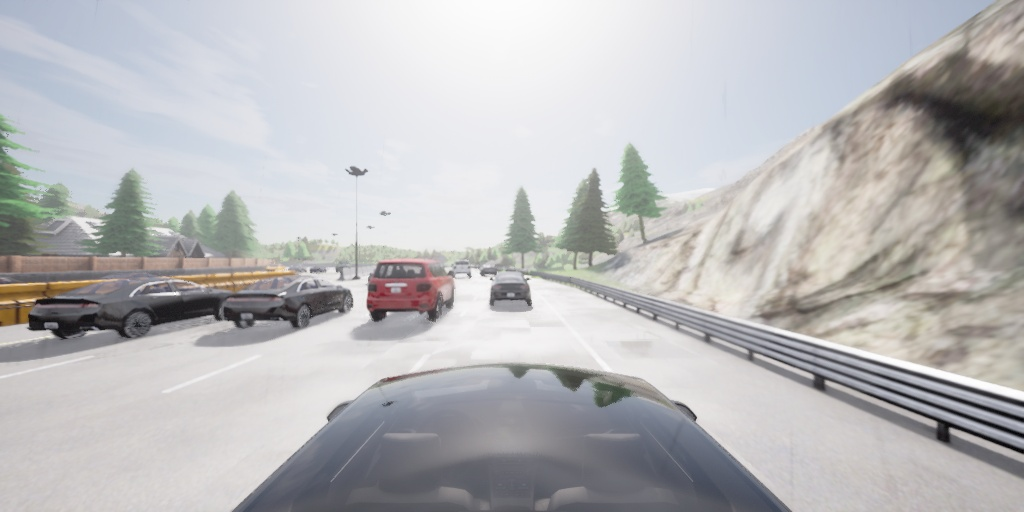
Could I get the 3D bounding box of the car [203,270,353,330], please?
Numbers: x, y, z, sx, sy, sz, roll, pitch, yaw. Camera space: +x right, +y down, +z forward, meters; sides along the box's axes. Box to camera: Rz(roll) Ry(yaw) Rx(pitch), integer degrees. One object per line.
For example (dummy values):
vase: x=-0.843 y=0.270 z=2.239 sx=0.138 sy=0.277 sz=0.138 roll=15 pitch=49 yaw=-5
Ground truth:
car: x=-6.979 y=1.395 z=11.828 sx=2.128 sy=1.511 sz=4.902 roll=0 pitch=-1 yaw=-1

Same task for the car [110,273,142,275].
car: x=-21.409 y=1.614 z=19.813 sx=1.994 sy=1.385 sz=4.181 roll=0 pitch=-1 yaw=-2

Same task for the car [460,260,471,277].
car: x=-6.254 y=1.540 z=44.275 sx=2.150 sy=2.045 sz=5.566 roll=0 pitch=-1 yaw=-10

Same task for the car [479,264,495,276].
car: x=-3.193 y=1.831 z=46.711 sx=2.128 sy=1.511 sz=4.902 roll=0 pitch=-1 yaw=-11

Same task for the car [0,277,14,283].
car: x=-24.765 y=1.616 z=16.279 sx=1.895 sy=1.301 sz=4.718 roll=0 pitch=-1 yaw=-1

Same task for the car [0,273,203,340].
car: x=-10.460 y=1.390 z=10.556 sx=2.128 sy=1.511 sz=4.902 roll=0 pitch=-1 yaw=0

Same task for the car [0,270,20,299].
car: x=-28.312 y=1.519 z=17.465 sx=1.882 sy=1.535 sz=5.008 roll=0 pitch=-1 yaw=-2

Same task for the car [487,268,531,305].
car: x=-0.096 y=1.475 z=17.160 sx=1.812 sy=1.442 sz=4.674 roll=0 pitch=-1 yaw=-1

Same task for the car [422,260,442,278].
car: x=-9.827 y=1.553 z=44.374 sx=2.150 sy=2.045 sz=5.566 roll=0 pitch=-1 yaw=-11

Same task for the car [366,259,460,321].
car: x=-3.506 y=1.135 z=13.398 sx=2.150 sy=2.045 sz=5.566 roll=0 pitch=0 yaw=-1
